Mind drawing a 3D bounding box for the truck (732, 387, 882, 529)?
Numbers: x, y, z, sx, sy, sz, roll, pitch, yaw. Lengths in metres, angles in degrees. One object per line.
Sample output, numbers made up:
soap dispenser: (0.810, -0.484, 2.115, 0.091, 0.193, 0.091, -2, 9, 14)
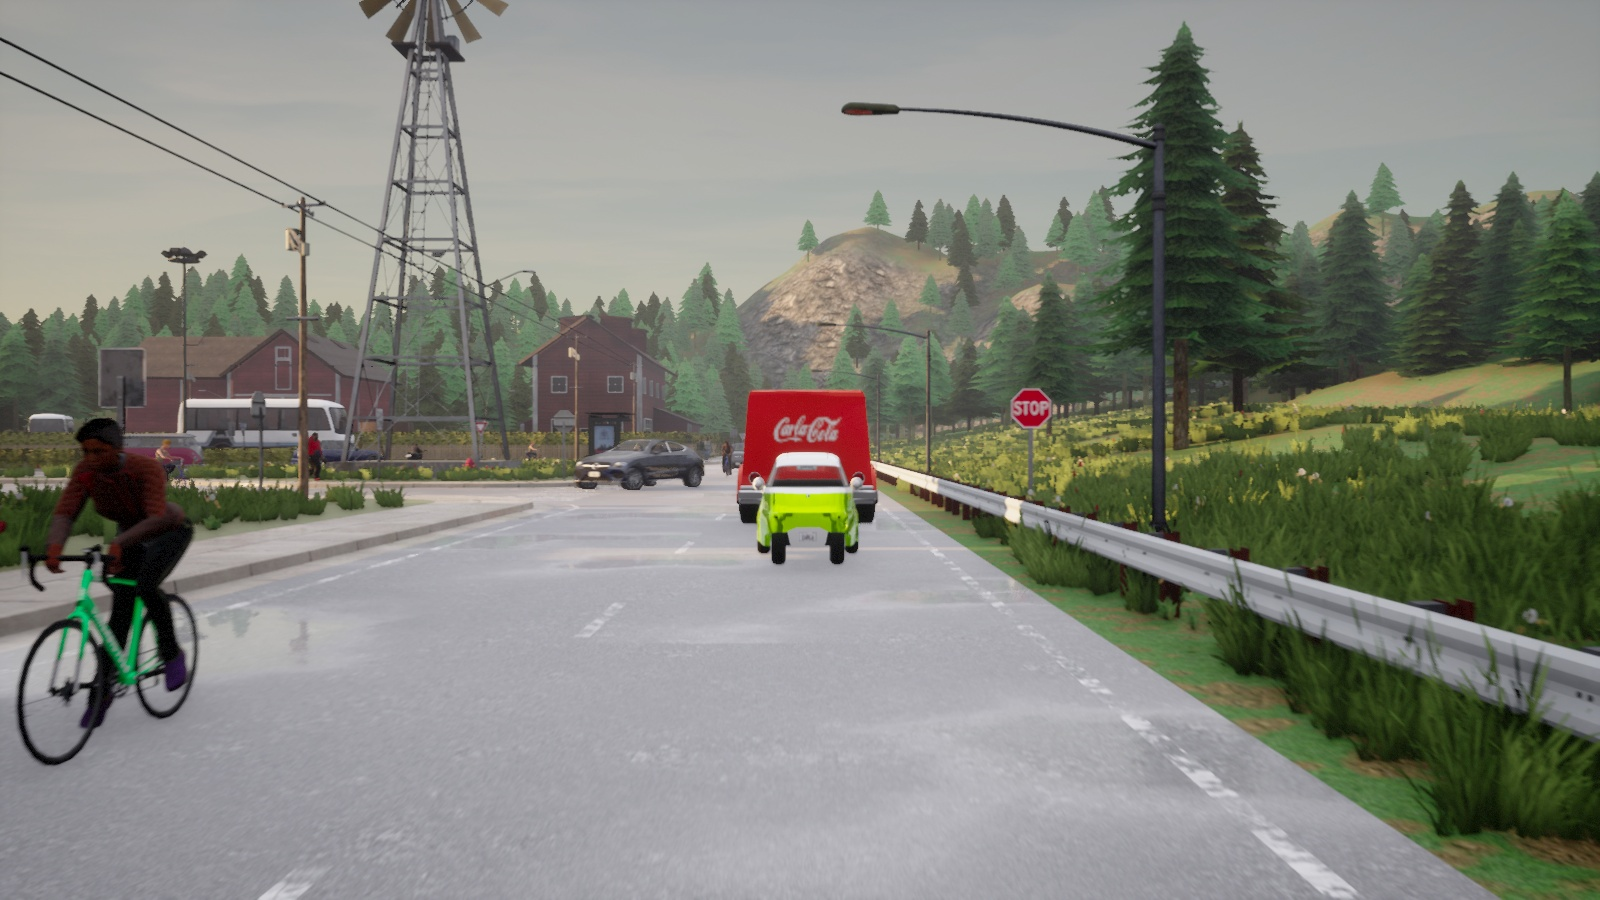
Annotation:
truck: (0.141, 0.122, 24.474, 2.627, 2.467, 5.204, 0, 0, 0)

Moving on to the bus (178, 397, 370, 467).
bus: (-32.536, -1.096, 77.996, 10.273, 4.253, 3.944, 0, 0, 0)

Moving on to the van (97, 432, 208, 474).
van: (-31.413, 0.130, 61.017, 4.442, 1.987, 1.775, 0, 0, -7)

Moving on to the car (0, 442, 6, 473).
car: (-41.487, 0.371, 60.716, 4.792, 1.488, 2.163, 0, 0, 0)

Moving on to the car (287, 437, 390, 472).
car: (-24.028, 0.217, 65.504, 2.097, 1.767, 4.553, 0, 0, 42)

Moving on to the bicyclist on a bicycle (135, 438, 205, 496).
bicyclist on a bicycle: (-17.596, 0.471, 35.103, 1.509, 1.612, 0.866, 0, 0, -1)

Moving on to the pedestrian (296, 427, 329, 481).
pedestrian: (-16.953, 0.142, 43.677, 0.899, 1.844, 0.634, 0, 0, 11)

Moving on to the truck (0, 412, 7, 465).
truck: (-56.319, -0.740, 81.497, 7.936, 3.462, 2.891, 0, 0, 0)

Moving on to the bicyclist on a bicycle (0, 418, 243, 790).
bicyclist on a bicycle: (-3.452, 0.661, 6.283, 0.582, 1.620, 1.656, 0, 1, 0)

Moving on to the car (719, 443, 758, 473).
car: (-3.148, 0.392, 65.107, 1.845, 1.501, 3.633, 0, 0, 0)

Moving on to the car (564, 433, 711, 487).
car: (-5.233, 0.288, 41.259, 2.152, 1.651, 5.027, 0, 1, 30)

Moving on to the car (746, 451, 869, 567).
car: (0.100, 0.710, 16.245, 1.481, 1.376, 2.207, 0, 1, 0)
